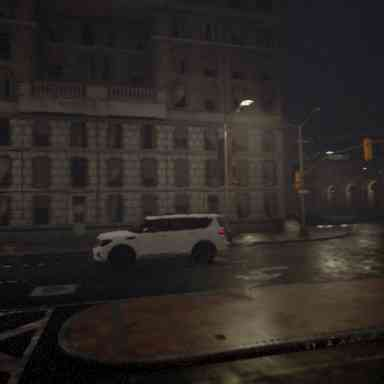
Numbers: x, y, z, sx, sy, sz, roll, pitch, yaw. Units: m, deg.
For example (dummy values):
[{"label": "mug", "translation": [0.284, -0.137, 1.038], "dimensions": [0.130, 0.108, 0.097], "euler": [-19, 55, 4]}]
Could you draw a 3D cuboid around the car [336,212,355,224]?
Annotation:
[{"label": "car", "translation": [18.318, 3.246, 41.890], "dimensions": [1.812, 1.442, 4.674], "euler": [-1, -3, -15]}]

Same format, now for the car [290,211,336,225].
[{"label": "car", "translation": [14.854, 3.317, 41.281], "dimensions": [2.033, 1.411, 5.357], "euler": [-1, -3, -15]}]

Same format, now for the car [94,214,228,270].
[{"label": "car", "translation": [-1.253, 1.980, 14.100], "dimensions": [5.566, 2.045, 2.150], "euler": [-1, -3, -15]}]

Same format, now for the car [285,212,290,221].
[{"label": "car", "translation": [16.027, 3.711, 50.706], "dimensions": [2.128, 1.511, 4.902], "euler": [-1, -3, -14]}]
